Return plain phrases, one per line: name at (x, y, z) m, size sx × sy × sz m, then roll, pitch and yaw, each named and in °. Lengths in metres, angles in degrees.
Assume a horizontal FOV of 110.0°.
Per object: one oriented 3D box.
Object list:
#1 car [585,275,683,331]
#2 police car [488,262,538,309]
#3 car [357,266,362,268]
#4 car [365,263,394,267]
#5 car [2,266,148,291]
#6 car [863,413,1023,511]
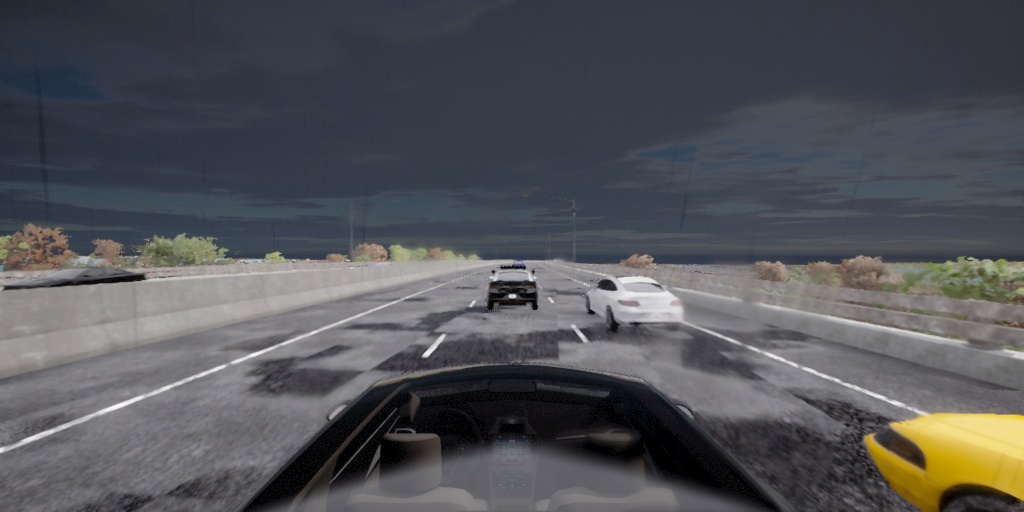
car at (3.523, 1.313, 11.010) m, size 1.812 × 1.442 × 4.674 m, roll 0°, pitch 0°, yaw 0°
police car at (0.054, 1.227, 15.291) m, size 1.930 × 1.638 × 5.238 m, roll 0°, pitch 0°, yaw 1°
car at (-17.040, 1.528, 42.987) m, size 1.895 × 1.301 × 4.718 m, roll 0°, pitch 0°, yaw -5°
car at (-13.614, 1.428, 38.161) m, size 1.812 × 1.442 × 4.674 m, roll 0°, pitch 0°, yaw 1°
car at (-21.013, 1.274, 17.580) m, size 1.882 × 1.535 × 5.008 m, roll 0°, pitch 0°, yaw 1°
car at (3.496, 1.204, 0.277) m, size 1.801 × 1.575 × 5.366 m, roll 0°, pitch 0°, yaw 0°
